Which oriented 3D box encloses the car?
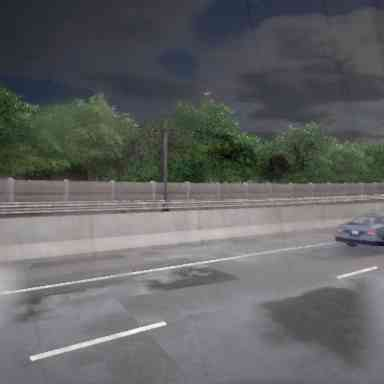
[{"bbox_3d":[8.160,1.555,13.875,5.357,1.411,2.033,0,0,-35],"label":"car"}]
